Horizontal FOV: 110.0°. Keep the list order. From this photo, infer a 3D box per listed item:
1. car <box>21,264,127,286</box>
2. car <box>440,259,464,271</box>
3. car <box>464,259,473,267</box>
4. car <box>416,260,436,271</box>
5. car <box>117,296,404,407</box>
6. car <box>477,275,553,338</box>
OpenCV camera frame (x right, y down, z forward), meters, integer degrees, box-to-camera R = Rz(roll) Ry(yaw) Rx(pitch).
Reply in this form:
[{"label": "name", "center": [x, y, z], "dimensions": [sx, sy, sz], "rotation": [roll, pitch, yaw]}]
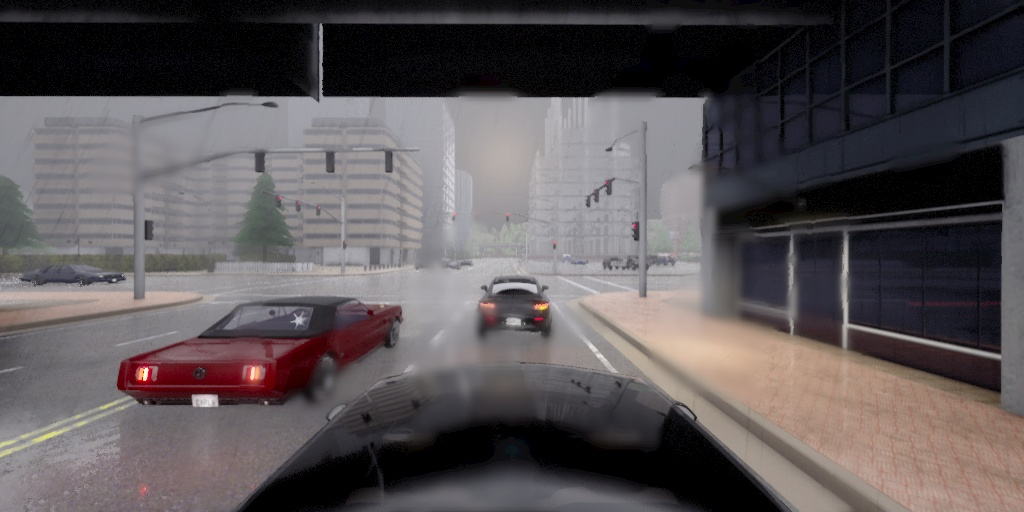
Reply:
[{"label": "car", "center": [-29.628, 1.264, 24.300], "dimensions": [5.357, 1.411, 2.033], "rotation": [0, 0, 0]}, {"label": "car", "center": [-8.087, 1.246, 48.500], "dimensions": [1.994, 1.385, 4.181], "rotation": [0, 0, 0]}, {"label": "car", "center": [-8.176, 1.259, 64.844], "dimensions": [1.895, 1.301, 4.718], "rotation": [0, 0, 0]}, {"label": "car", "center": [-11.586, 1.246, 48.427], "dimensions": [1.994, 1.385, 4.181], "rotation": [0, 0, 0]}, {"label": "car", "center": [-3.439, 1.344, 6.262], "dimensions": [1.895, 1.301, 4.718], "rotation": [0, 0, 0]}, {"label": "car", "center": [0.074, 1.264, 10.026], "dimensions": [1.812, 1.442, 4.674], "rotation": [0, 0, 0]}]
